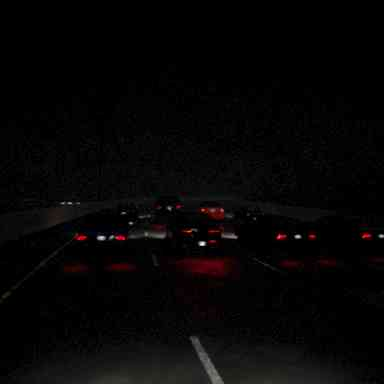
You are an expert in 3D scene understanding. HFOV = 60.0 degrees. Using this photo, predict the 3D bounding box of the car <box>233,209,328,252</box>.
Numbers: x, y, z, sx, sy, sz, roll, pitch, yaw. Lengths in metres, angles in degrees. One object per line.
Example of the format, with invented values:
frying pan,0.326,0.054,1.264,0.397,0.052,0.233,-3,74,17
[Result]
car,3.446,1.700,14.701,2.033,1.411,5.357,1,0,-10

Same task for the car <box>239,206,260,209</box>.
car,4.923,1.869,29.114,1.895,1.301,4.718,1,0,-6

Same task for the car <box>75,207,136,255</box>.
car,-3.439,1.570,13.445,2.033,1.411,5.357,1,0,-10

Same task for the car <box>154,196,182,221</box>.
car,-2.023,1.356,28.280,2.150,2.045,5.566,1,0,-6

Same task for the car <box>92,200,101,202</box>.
car,-19.260,1.621,71.172,2.128,1.511,4.902,1,0,6

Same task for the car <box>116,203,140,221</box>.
car,-5.531,1.641,28.219,1.994,1.385,4.181,1,0,-6

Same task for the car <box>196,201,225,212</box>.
car,1.451,1.554,28.729,2.097,1.767,4.553,1,-1,-6

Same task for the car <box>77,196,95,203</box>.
car,-22.722,1.536,71.683,1.837,1.490,4.892,1,0,6

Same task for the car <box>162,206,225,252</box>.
car,-0.042,1.596,14.370,1.837,1.490,4.892,1,0,-10

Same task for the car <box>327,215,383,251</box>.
car,6.889,1.766,15.329,2.033,1.411,5.357,1,0,-10
